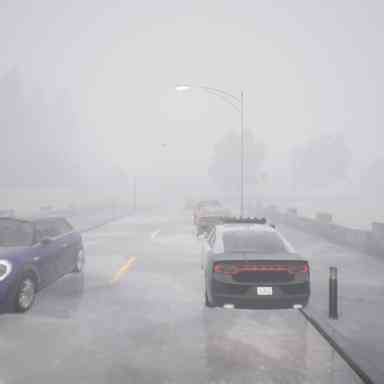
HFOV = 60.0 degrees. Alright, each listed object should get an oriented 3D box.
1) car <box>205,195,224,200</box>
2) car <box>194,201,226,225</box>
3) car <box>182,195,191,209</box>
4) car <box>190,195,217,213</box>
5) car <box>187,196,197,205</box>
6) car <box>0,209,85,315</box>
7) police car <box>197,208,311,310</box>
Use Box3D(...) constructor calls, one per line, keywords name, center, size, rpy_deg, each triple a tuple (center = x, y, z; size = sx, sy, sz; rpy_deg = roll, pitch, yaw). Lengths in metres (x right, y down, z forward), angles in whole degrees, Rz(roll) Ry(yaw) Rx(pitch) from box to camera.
Box3D(name="car", center=(6.310, 1.456, 93.406), size=(5.357, 1.415, 2.033), rpy_deg=(0, 0, -40))
Box3D(name="car", center=(1.199, 1.478, 17.959), size=(1.882, 1.535, 5.008), rpy_deg=(0, 0, 0))
Box3D(name="car", center=(0.012, 1.492, 44.786), size=(2.128, 1.511, 4.902), rpy_deg=(0, 0, 1))
Box3D(name="car", center=(1.146, 1.300, 23.929), size=(2.097, 1.767, 4.553), rpy_deg=(-3, 0, 0))
Box3D(name="car", center=(0.000, 1.505, 58.648), size=(1.837, 1.490, 4.892), rpy_deg=(0, 0, 0))
Box3D(name="car", center=(-4.100, 1.353, 7.584), size=(2.097, 1.767, 4.553), rpy_deg=(0, 0, 0))
Box3D(name="police car", center=(1.200, 1.425, 8.069), size=(1.930, 1.638, 5.238), rpy_deg=(0, 0, 0))
